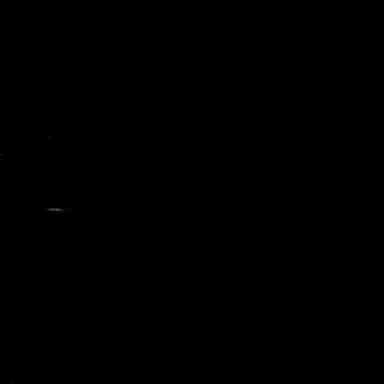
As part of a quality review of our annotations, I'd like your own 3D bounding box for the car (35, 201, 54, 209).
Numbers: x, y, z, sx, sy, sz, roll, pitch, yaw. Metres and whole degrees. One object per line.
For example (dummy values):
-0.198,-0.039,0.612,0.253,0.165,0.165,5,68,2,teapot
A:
-34.893,2.981,78.883,4.553,1.767,2.097,4,2,27,car
